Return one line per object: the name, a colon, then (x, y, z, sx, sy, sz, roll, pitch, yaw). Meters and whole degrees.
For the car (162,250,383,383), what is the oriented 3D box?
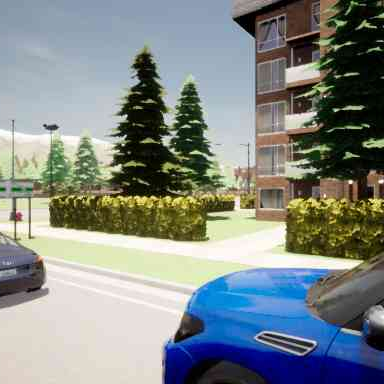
car: (2.361, 1.221, 2.305, 5.566, 2.045, 2.150, 0, 0, 36)

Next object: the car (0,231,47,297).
car: (-5.253, 1.564, 7.712, 4.181, 1.385, 1.994, 0, 0, 36)
